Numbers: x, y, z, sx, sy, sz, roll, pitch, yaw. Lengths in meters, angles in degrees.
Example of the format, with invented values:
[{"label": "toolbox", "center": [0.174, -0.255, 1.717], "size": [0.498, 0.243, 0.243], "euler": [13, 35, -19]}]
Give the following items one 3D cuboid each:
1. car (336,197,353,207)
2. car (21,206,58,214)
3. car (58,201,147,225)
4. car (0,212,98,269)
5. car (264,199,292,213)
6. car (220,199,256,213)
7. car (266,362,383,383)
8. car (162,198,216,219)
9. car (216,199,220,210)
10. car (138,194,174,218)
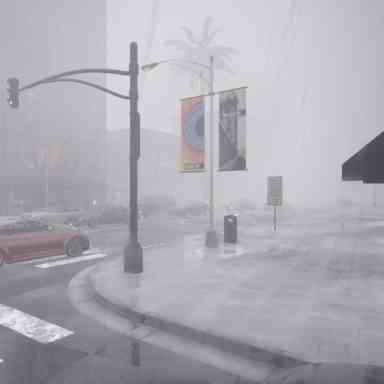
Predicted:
[{"label": "car", "center": [24.807, 1.619, 54.013], "size": [2.128, 1.511, 4.902], "euler": [0, 0, 35]}, {"label": "car", "center": [-9.318, 1.615, 22.973], "size": [1.895, 1.301, 4.718], "euler": [0, 0, 35]}, {"label": "car", "center": [-5.798, 1.568, 22.310], "size": [2.033, 1.411, 5.357], "euler": [0, 0, 35]}, {"label": "car", "center": [-5.546, 1.577, 11.059], "size": [1.994, 1.385, 4.181], "euler": [0, 0, 35]}, {"label": "car", "center": [10.130, 1.546, 38.875], "size": [1.882, 1.535, 5.008], "euler": [0, 0, 35]}, {"label": "car", "center": [5.710, 1.549, 38.583], "size": [2.128, 1.511, 4.902], "euler": [0, 0, 35]}, {"label": "car", "center": [2.202, 1.551, 1.275], "size": [4.403, 1.369, 2.008], "euler": [0, 0, 36]}, {"label": "car", "center": [-0.129, 1.515, 30.333], "size": [1.882, 1.535, 5.008], "euler": [0, 0, 35]}, {"label": "car", "center": [2.247, 1.528, 39.311], "size": [1.882, 1.535, 5.008], "euler": [0, 0, 35]}, {"label": "car", "center": [-3.679, 1.252, 30.944], "size": [2.150, 2.045, 5.566], "euler": [0, 0, 35]}]
